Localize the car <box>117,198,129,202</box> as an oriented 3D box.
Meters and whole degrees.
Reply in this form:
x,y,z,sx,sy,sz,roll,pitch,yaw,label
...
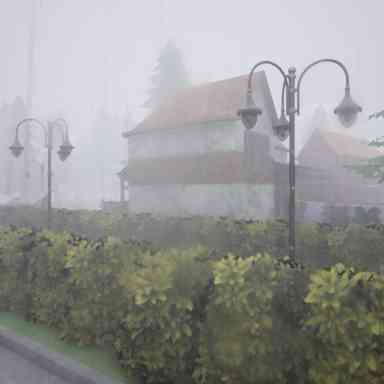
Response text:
x,y,z,sx,sy,sz,roll,pitch,yaw,label
-8.402,1.514,41.356,2.097,1.767,4.553,0,0,37,car

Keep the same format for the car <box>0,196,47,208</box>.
x,y,z,sx,sy,sz,roll,pitch,yaw,label
-16.078,1.384,30.863,2.150,2.045,5.566,0,0,36,car

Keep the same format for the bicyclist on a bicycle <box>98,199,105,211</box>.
x,y,z,sx,sy,sz,roll,pitch,yaw,label
-7.842,1.463,29.529,1.656,1.620,0.582,0,0,36,bicyclist on a bicycle
